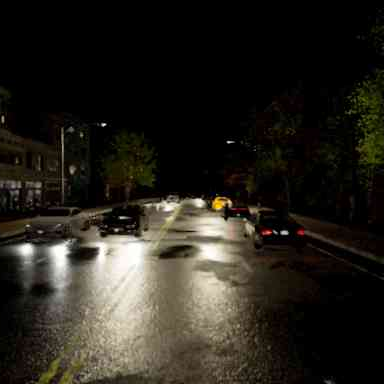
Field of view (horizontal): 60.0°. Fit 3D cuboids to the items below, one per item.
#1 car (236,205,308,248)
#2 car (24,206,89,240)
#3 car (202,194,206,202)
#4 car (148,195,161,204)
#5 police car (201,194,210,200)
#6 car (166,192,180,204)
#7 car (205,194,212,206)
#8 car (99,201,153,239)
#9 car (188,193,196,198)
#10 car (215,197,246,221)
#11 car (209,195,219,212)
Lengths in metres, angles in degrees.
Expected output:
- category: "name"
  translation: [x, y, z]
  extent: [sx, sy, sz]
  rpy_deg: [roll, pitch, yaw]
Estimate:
- category: "car"
  translation: [3.349, 1.493, 14.364]
  extent: [2.033, 1.411, 5.357]
  rpy_deg: [0, 0, 1]
- category: "car"
  translation: [-6.596, 1.462, 16.798]
  extent: [1.812, 1.442, 4.674]
  rpy_deg: [0, 0, 0]
- category: "car"
  translation: [3.258, 1.322, 58.641]
  extent: [2.033, 1.411, 5.357]
  rpy_deg: [0, 0, 0]
- category: "car"
  translation: [-6.537, 1.302, 58.213]
  extent: [1.812, 1.442, 4.674]
  rpy_deg: [0, 0, 1]
- category: "police car"
  translation: [3.260, 1.196, 80.642]
  extent: [2.038, 1.542, 4.974]
  rpy_deg: [0, 0, 0]
- category: "car"
  translation: [-3.283, 0.995, 58.391]
  extent: [2.150, 2.045, 5.566]
  rpy_deg: [0, 0, 1]
- category: "car"
  translation: [3.256, 1.321, 47.641]
  extent: [1.837, 1.490, 4.892]
  rpy_deg: [0, 0, 0]
- category: "car"
  translation: [-3.345, 1.440, 17.152]
  extent: [1.837, 1.490, 4.892]
  rpy_deg: [0, 0, 0]
- category: "car"
  translation: [0.012, 1.029, 90.587]
  extent: [1.837, 1.490, 4.892]
  rpy_deg: [0, 0, 0]
- category: "car"
  translation: [3.254, 1.394, 25.640]
  extent: [2.128, 1.511, 4.902]
  rpy_deg: [0, 0, 0]
- category: "car"
  translation: [3.255, 1.337, 36.640]
  extent: [1.882, 1.535, 5.008]
  rpy_deg: [0, 0, 0]
